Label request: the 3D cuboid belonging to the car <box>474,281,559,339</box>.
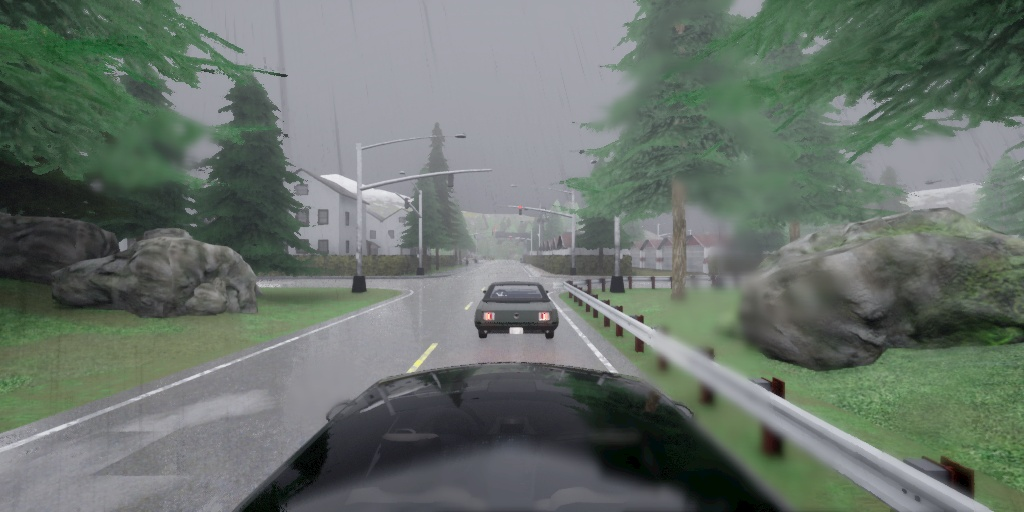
[{"bbox_3d":[0.106,1.351,10.081,1.895,1.301,4.718,0,0,0],"label":"car"}]
